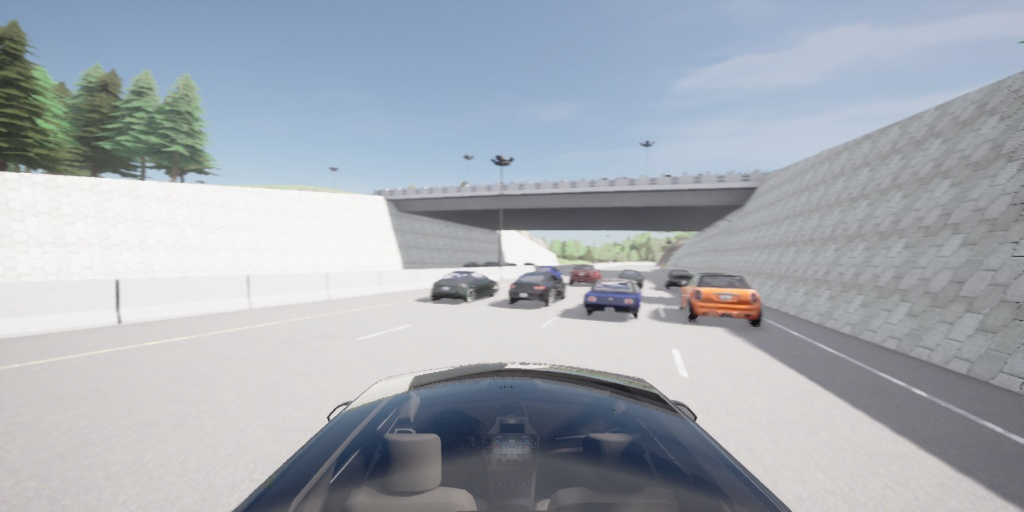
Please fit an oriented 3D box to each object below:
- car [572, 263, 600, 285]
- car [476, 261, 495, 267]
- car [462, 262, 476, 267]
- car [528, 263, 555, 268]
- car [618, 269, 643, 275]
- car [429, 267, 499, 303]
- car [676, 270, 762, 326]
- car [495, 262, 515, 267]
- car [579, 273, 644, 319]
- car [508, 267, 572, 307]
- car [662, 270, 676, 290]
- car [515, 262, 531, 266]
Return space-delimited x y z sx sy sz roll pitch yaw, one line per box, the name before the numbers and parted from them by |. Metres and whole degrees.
car | 6.178 1.497 29.912 2.097 1.767 4.553 1 -1 21
car | -3.951 1.693 63.432 1.837 1.490 4.892 1 0 21
car | -7.306 1.679 64.420 1.994 1.385 4.181 1 -1 21
car | 3.159 1.614 31.835 1.812 1.442 4.674 1 0 21
car | 9.602 1.787 29.090 1.994 1.385 4.181 1 0 21
car | -2.166 1.398 17.369 1.994 1.385 4.181 1 0 21
car | 7.566 1.387 13.417 2.097 1.767 4.553 1 -1 21
car | -0.572 1.755 62.496 2.128 1.511 4.902 1 0 21
car | 4.092 1.558 14.138 1.895 1.301 4.718 1 -1 21
car | 1.269 1.435 16.565 1.812 1.442 4.674 1 0 21
car | 12.782 1.793 27.597 1.837 1.490 4.892 1 0 21
car | 2.721 1.837 61.316 1.837 1.490 4.892 1 0 21
